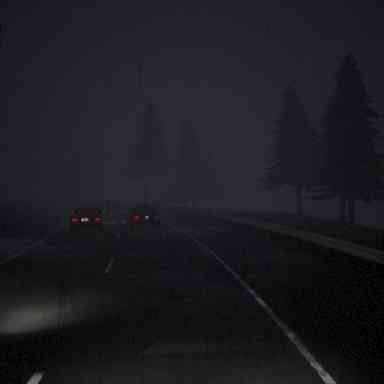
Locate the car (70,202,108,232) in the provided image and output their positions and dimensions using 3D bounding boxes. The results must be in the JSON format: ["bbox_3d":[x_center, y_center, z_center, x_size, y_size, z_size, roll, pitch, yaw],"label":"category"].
[{"bbox_3d":[-6.464,1.569,20.626,2.033,1.411,5.357,0,0,-16],"label":"car"}]

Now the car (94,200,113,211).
[{"bbox_3d":[-11.386,1.640,41.218,1.895,1.301,4.718,0,0,-29],"label":"car"}]

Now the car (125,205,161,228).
[{"bbox_3d":[-3.372,1.560,22.269,2.033,1.411,5.357,0,0,-16],"label":"car"}]
